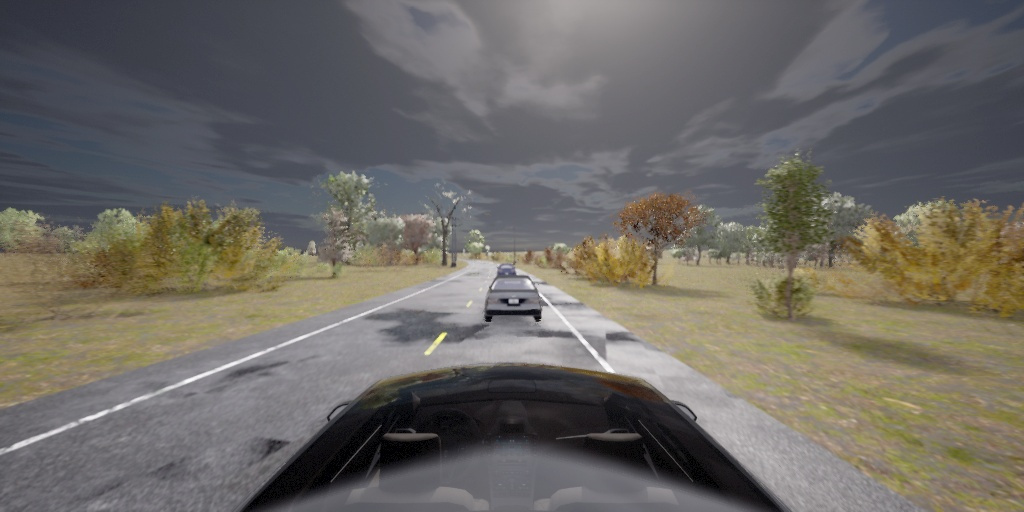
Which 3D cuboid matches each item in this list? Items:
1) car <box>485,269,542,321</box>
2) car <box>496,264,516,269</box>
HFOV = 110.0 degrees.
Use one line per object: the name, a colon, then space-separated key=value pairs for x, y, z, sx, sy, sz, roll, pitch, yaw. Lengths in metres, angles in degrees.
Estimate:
car: x=0.017 y=1.377 z=12.910 sx=2.033 sy=1.411 sz=5.357 roll=0 pitch=0 yaw=-1
car: x=-0.561 y=1.495 z=35.697 sx=1.812 sy=1.442 sz=4.674 roll=0 pitch=0 yaw=-2
